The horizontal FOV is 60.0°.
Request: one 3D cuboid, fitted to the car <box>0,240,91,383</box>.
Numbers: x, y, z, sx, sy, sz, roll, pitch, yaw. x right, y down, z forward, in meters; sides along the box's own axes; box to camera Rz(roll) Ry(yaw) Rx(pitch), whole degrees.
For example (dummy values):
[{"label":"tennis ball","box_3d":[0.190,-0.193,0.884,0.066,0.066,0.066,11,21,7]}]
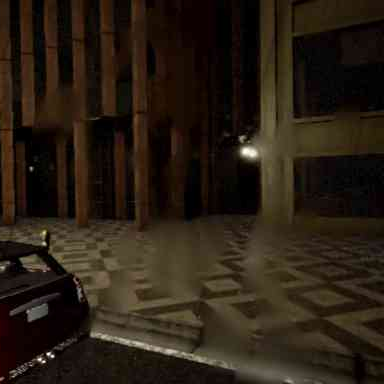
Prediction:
[{"label":"car","box_3d":[-3.477,1.378,4.549,4.097,1.590,1.967,0,2,25]}]
